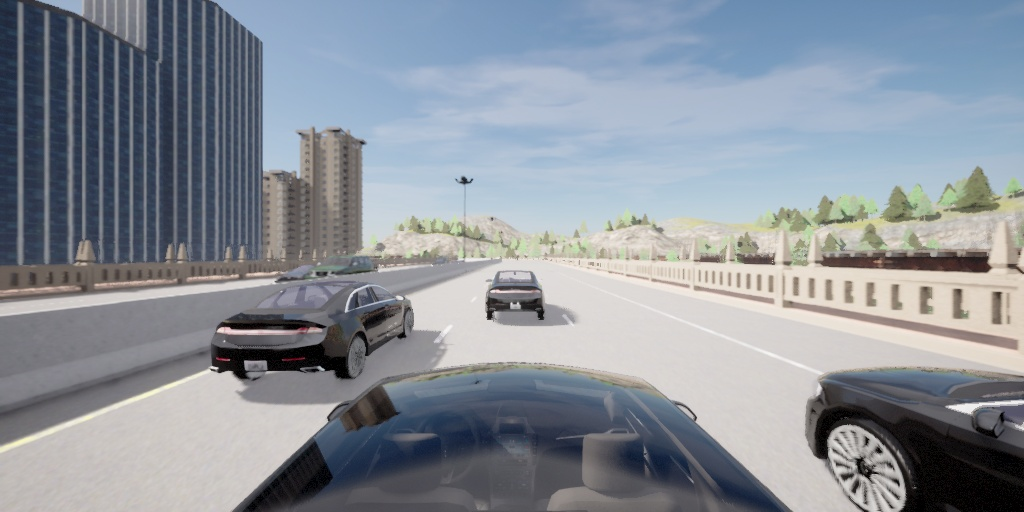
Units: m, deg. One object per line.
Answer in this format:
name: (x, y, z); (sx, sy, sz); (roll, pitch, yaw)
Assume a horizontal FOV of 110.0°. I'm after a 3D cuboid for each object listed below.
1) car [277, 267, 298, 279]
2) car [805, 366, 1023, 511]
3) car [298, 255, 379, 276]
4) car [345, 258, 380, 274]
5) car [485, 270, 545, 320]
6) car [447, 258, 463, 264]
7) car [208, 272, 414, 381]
car: (-14.081, 1.299, 25.219); (2.033, 1.411, 5.357); (0, 0, 0)
car: (3.599, 1.241, 1.282); (2.128, 1.511, 4.902); (0, 0, 0)
car: (-10.588, 0.973, 22.581); (2.150, 2.045, 5.566); (0, 0, 0)
car: (-17.284, 1.104, 41.751); (2.097, 1.767, 4.553); (0, 0, 2)
car: (0.101, 1.242, 12.693); (2.128, 1.511, 4.902); (0, 0, 0)
car: (-9.587, 1.316, 63.688); (1.994, 1.385, 4.181); (0, 0, 2)
car: (-3.402, 1.242, 7.188); (2.128, 1.511, 4.902); (0, 0, 0)
